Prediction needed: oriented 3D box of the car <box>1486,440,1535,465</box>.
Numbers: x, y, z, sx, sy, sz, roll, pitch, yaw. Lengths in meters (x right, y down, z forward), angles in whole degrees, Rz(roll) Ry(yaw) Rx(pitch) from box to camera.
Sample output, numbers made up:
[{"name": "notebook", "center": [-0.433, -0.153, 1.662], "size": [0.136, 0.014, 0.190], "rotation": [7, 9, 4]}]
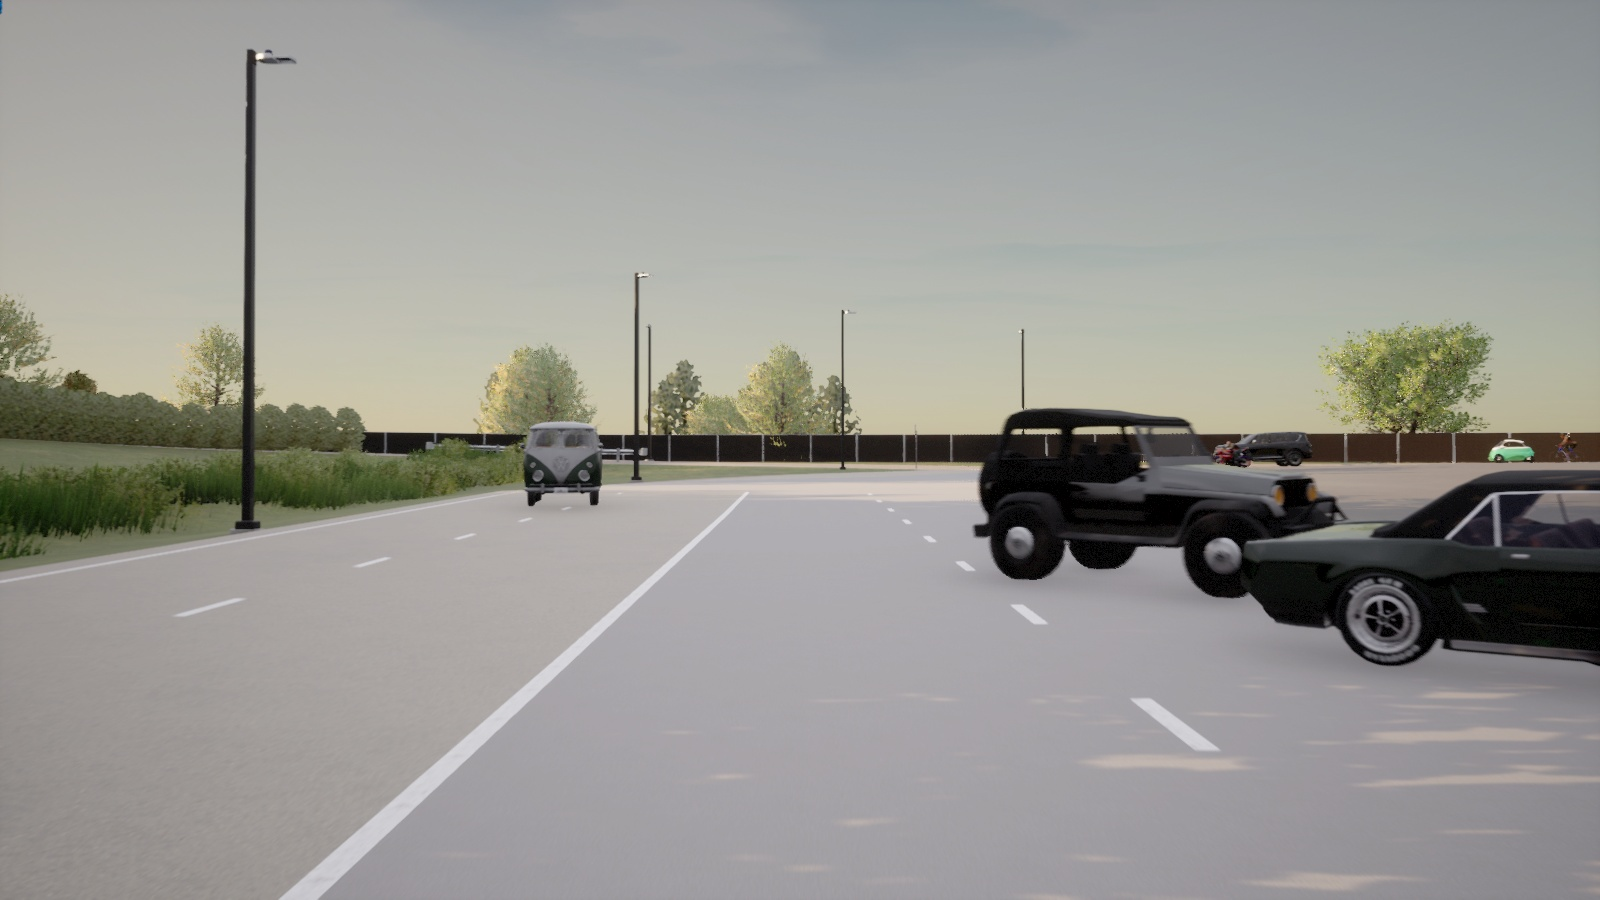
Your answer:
[{"name": "car", "center": [40.528, 0.161, 71.669], "size": [2.207, 1.376, 1.481], "rotation": [-1, -2, 22]}]

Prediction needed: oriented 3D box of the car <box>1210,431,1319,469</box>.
[{"name": "car", "center": [27.367, 0.014, 74.111], "size": [5.566, 2.045, 2.150], "rotation": [-1, -1, 1]}]

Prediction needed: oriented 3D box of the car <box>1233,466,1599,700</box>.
[{"name": "car", "center": [5.477, 0.794, 8.042], "size": [4.718, 1.301, 1.895], "rotation": [-1, 2, 44]}]

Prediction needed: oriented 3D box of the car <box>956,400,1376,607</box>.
[{"name": "car", "center": [3.802, 0.473, 13.431], "size": [3.866, 1.878, 1.905], "rotation": [0, 1, 44]}]

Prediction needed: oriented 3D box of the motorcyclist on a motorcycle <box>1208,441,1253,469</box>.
[{"name": "motorcyclist on a motorcycle", "center": [24.125, 0.299, 70.432], "size": [2.191, 1.530, 0.866], "rotation": [-1, -1, -5]}]

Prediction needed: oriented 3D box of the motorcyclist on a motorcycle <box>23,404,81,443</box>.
[{"name": "motorcyclist on a motorcycle", "center": [-34.453, -1.218, 57.908], "size": [0.766, 1.649, 2.350], "rotation": [0, -2, 16]}]

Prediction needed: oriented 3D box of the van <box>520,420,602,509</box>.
[{"name": "van", "center": [-5.725, 0.310, 30.468], "size": [1.775, 1.987, 4.442], "rotation": [0, 0, -9]}]
